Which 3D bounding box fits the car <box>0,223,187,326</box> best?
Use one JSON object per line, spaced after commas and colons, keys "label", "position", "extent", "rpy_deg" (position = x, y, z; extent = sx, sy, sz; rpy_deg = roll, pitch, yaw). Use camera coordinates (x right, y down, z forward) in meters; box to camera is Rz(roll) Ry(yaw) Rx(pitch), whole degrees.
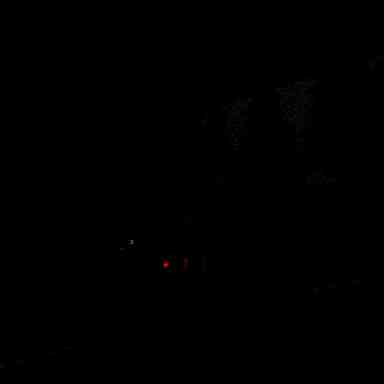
{"label": "car", "position": [-2.947, 1.532, 6.085], "extent": [5.357, 1.411, 2.033], "rpy_deg": [0, 0, -34]}

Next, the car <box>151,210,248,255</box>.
{"label": "car", "position": [-0.382, 1.431, 11.631], "extent": [5.008, 1.535, 1.882], "rpy_deg": [0, 0, -28]}
